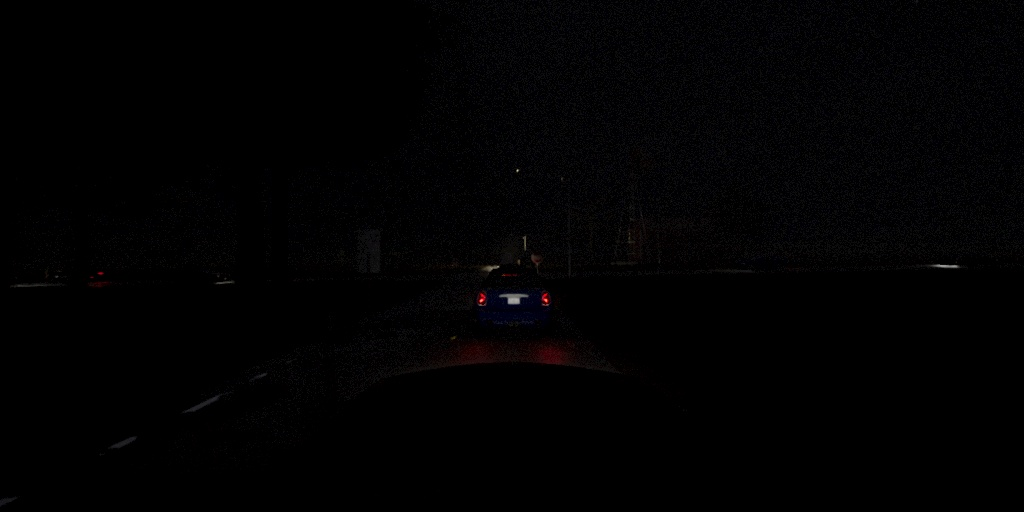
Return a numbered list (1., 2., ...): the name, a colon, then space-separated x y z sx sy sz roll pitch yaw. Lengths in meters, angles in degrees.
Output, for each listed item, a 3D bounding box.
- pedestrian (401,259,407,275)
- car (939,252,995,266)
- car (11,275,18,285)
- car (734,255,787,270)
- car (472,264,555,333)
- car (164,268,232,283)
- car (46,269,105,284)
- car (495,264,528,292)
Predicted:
1. pedestrian: -12.438 1.232 41.249 0.375 1.860 0.375 0 2 0
2. car: 48.482 0.292 38.250 4.181 1.385 1.994 -1 1 0
3. car: -51.885 2.222 35.297 4.902 1.511 2.128 -1 1 0
4. car: 26.508 0.668 38.299 5.008 1.535 1.882 -1 1 0
5. car: 0.031 1.098 10.893 2.097 1.767 4.553 0 0 0
6. car: -30.831 1.902 35.244 5.357 1.411 2.033 -1 1 0
7. car: -46.338 2.089 38.090 4.892 1.490 1.837 -1 1 2
8. car: -0.099 1.255 22.347 1.837 1.490 4.892 0 -1 -2
